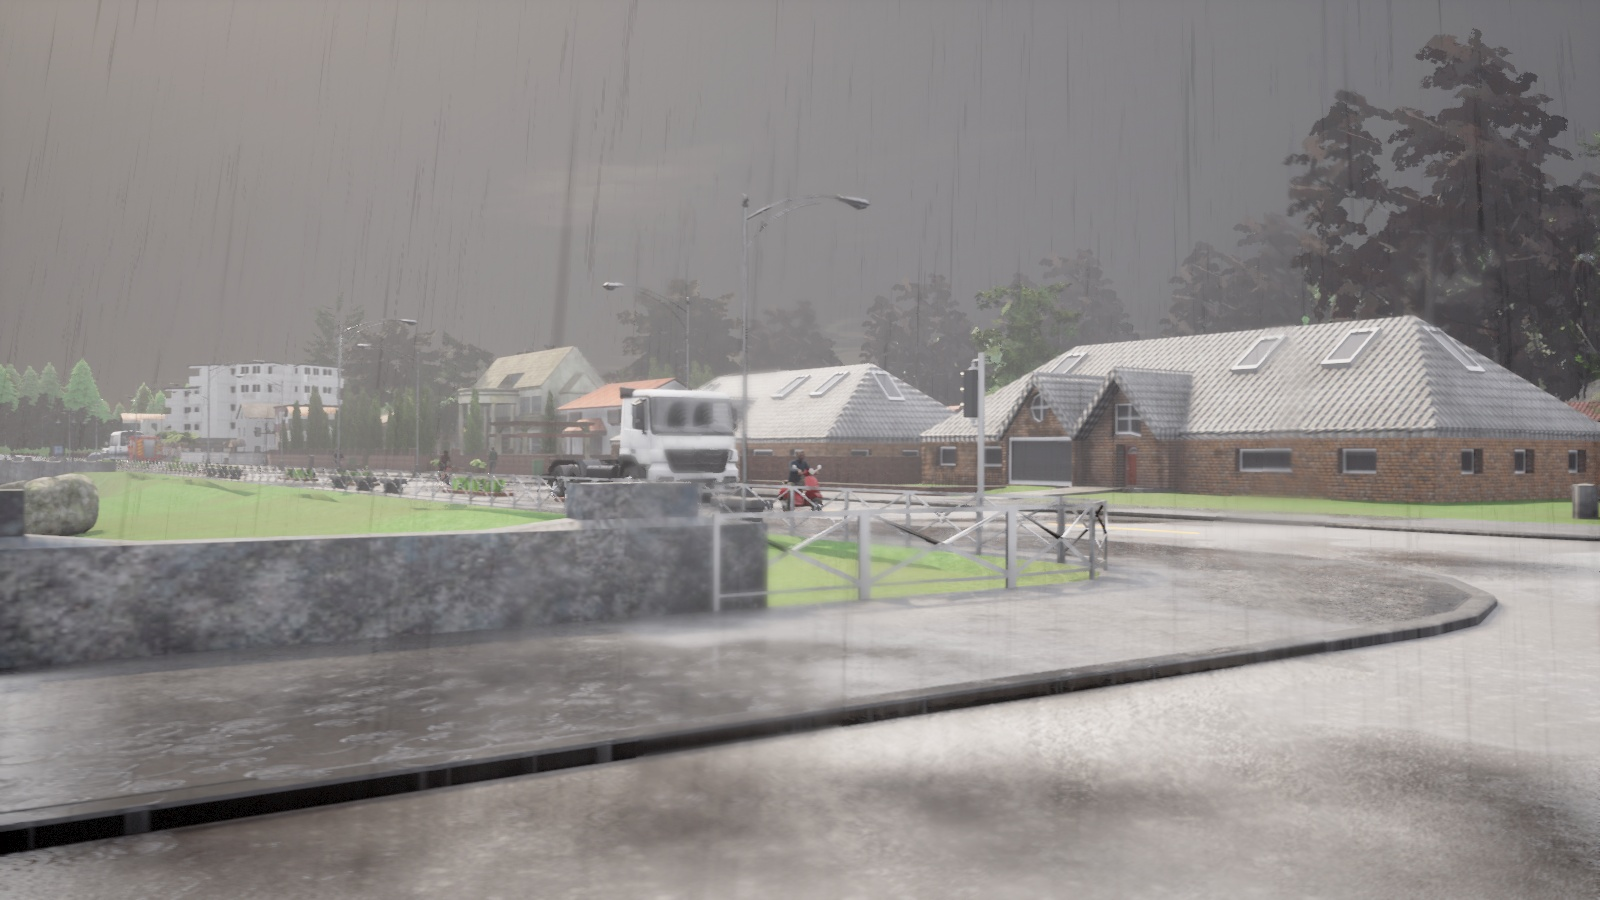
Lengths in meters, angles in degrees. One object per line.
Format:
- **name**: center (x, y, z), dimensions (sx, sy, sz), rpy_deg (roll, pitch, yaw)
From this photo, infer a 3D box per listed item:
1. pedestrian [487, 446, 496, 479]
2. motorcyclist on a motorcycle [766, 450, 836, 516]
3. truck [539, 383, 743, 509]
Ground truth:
- **pedestrian**: center (-17.633, 0.716, 71.738), dimensions (0.353, 1.847, 0.614), rpy_deg (0, 0, -26)
- **motorcyclist on a motorcycle**: center (0.011, 0.808, 31.371), dimensions (0.866, 1.590, 1.817), rpy_deg (0, 0, -35)
- **truck**: center (-5.104, -0.100, 38.720), dimensions (2.891, 3.462, 7.936), rpy_deg (0, 0, -35)
